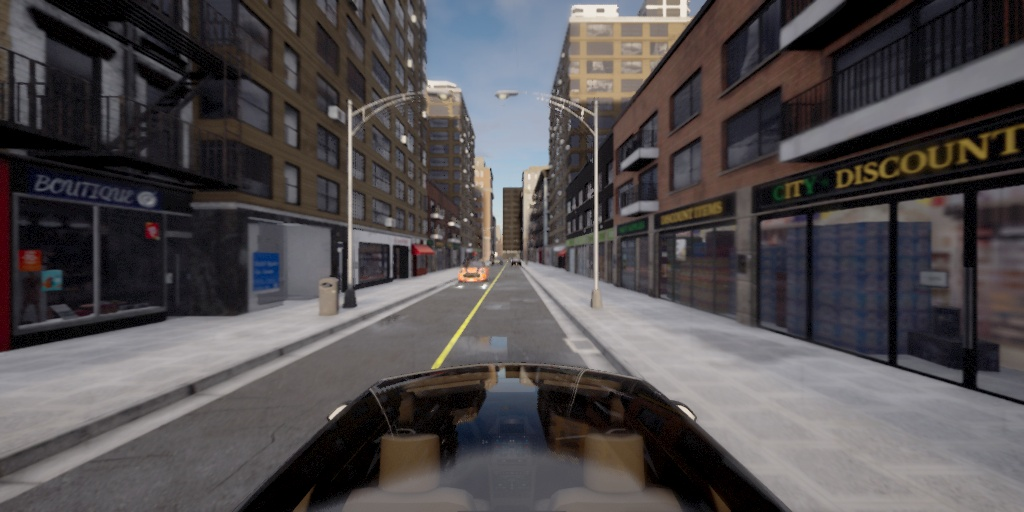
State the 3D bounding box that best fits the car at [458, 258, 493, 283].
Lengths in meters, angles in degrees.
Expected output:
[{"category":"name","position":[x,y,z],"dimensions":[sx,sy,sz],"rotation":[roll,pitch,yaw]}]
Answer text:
[{"category":"car","position":[-2.855,1.106,27.613],"dimensions":[2.097,1.767,4.553],"rotation":[0,0,0]}]
